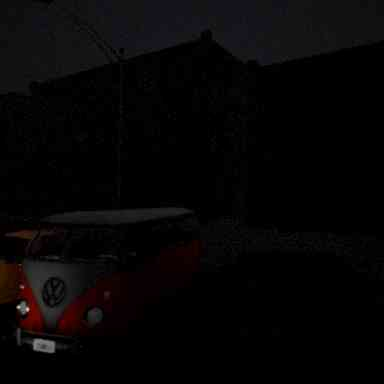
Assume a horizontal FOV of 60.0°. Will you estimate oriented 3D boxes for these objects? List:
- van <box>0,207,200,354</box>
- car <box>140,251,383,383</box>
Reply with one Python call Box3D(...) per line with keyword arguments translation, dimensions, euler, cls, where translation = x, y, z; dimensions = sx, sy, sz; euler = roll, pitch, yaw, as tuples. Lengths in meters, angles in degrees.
Box3D(translation=(-1.174, 1.294, 6.119), dimensions=(1.878, 1.987, 4.442), euler=(0, -1, 15), cls="van")
Box3D(translation=(1.312, 1.525, 4.510), dimensions=(2.163, 1.488, 4.792), euler=(-1, -1, 15), cls="car")
